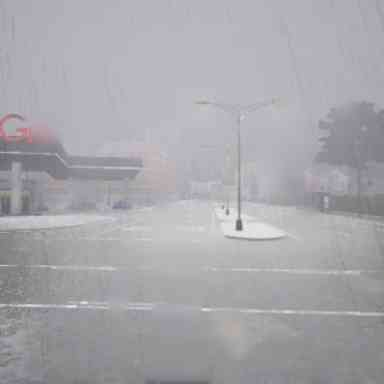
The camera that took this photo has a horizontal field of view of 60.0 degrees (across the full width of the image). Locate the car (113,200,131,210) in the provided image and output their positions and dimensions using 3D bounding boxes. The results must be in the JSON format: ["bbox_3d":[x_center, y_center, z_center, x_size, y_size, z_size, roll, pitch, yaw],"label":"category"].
[{"bbox_3d":[-11.519,2.102,55.239,2.242,1.667,4.611,0,-1,4],"label":"car"}]

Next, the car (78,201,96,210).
[{"bbox_3d":[-17.299,2.240,54.818,1.970,1.475,3.806,0,-1,4],"label":"car"}]
